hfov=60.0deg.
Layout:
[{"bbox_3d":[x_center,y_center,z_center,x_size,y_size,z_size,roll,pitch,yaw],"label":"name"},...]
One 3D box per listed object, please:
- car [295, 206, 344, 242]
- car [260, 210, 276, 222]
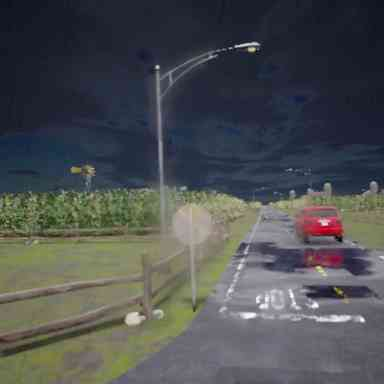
[{"bbox_3d":[7.825,1.942,20.773,2.150,2.045,5.566,-3,-3,12],"label":"car"},{"bbox_3d":[10.573,3.323,46.046,1.837,1.490,4.892,-3,-3,12],"label":"car"}]
